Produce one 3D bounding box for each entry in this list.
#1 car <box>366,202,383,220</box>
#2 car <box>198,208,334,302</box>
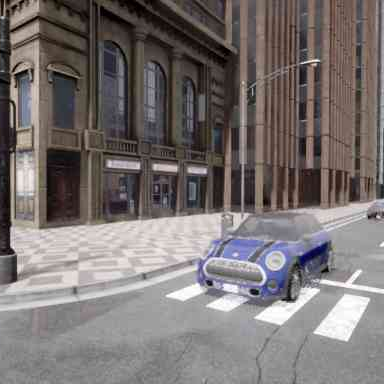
[{"bbox_3d":[16.219,1.583,28.321,2.033,1.411,5.357,1,0,36],"label":"car"},{"bbox_3d":[2.078,1.339,8.494,2.097,1.767,4.553,1,0,36],"label":"car"}]
